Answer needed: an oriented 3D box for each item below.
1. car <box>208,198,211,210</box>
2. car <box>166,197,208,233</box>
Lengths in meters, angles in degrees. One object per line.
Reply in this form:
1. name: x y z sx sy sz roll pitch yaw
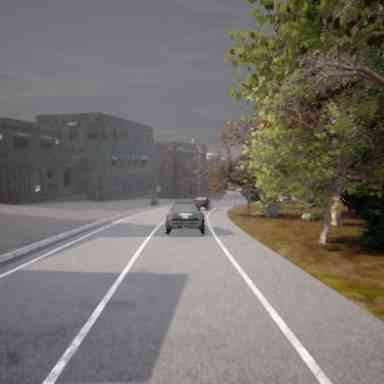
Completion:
1. car: 1.268 1.319 40.528 1.882 1.535 5.008 1 0 9
2. car: -0.346 1.301 19.386 2.097 1.767 4.553 0 0 0
